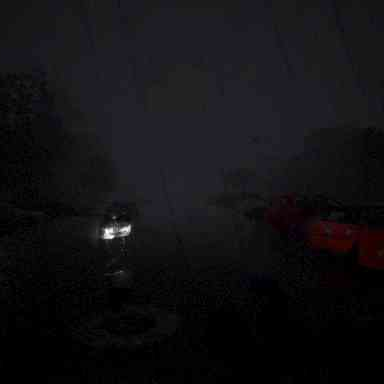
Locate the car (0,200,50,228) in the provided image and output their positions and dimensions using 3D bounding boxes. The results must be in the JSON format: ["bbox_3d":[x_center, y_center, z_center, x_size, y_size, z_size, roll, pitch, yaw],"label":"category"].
[{"bbox_3d":[-11.422,1.447,20.315,4.674,1.452,2.002,-1,0,-20],"label":"car"}]

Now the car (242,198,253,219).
[{"bbox_3d":[6.386,1.403,23.163,4.892,1.521,2.231,1,0,-20],"label":"car"}]

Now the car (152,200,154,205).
[{"bbox_3d":[-11.745,2.254,75.040,4.553,1.767,2.185,1,-4,-21],"label":"car"}]

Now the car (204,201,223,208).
[{"bbox_3d":[5.843,3.329,90.522,4.553,1.767,2.185,2,-5,-21],"label":"car"}]

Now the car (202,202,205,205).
[{"bbox_3d":[5.973,3.017,84.669,5.008,1.535,2.097,2,-4,-21],"label":"car"}]

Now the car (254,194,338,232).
[{"bbox_3d":[6.429,1.164,17.309,5.566,2.045,2.435,1,0,-20],"label":"car"}]

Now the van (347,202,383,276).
[{"bbox_3d":[6.519,1.221,8.540,4.442,1.987,1.878,1,0,-20],"label":"van"}]

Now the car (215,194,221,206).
[{"bbox_3d":[6.188,1.373,43.631,5.366,1.575,1.946,1,0,-20],"label":"car"}]

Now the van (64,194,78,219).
[{"bbox_3d":[-11.316,1.170,26.244,4.442,1.987,1.878,-1,0,-20],"label":"van"}]

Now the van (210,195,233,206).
[{"bbox_3d":[6.275,1.819,70.094,4.442,1.987,1.878,2,-4,-21],"label":"van"}]

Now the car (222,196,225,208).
[{"bbox_3d":[6.404,1.414,37.839,4.792,1.488,2.163,1,0,-20],"label":"car"}]

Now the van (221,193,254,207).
[{"bbox_3d":[6.265,1.154,40.716,4.442,1.987,1.878,1,0,-20],"label":"van"}]

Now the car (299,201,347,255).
[{"bbox_3d":[6.378,1.307,11.422,4.553,1.767,2.185,1,0,-20],"label":"car"}]

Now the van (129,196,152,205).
[{"bbox_3d":[-11.566,1.963,72.112,4.442,1.987,1.878,1,-3,-21],"label":"van"}]

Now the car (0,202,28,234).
[{"bbox_3d":[-11.416,1.455,17.369,4.674,1.452,2.002,-1,0,-20],"label":"car"}]

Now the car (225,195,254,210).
[{"bbox_3d":[6.558,1.386,34.956,5.366,1.575,1.946,1,0,-20],"label":"car"}]

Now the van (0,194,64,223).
[{"bbox_3d":[-11.530,1.178,23.210,4.442,1.987,1.878,-1,0,-20],"label":"van"}]

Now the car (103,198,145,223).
[{"bbox_3d":[-5.094,1.406,24.289,2.128,1.511,4.902,0,0,0],"label":"car"}]

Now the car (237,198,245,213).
[{"bbox_3d":[6.359,1.426,26.090,4.792,1.488,2.163,1,0,-20],"label":"car"}]

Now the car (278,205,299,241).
[{"bbox_3d":[6.405,1.464,14.361,4.674,1.452,2.002,1,0,-20],"label":"car"}]

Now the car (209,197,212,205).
[{"bbox_3d":[6.423,1.643,61.338,5.366,1.575,1.946,2,-2,-20],"label":"car"}]

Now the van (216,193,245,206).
[{"bbox_3d":[6.408,1.252,55.468,4.442,1.987,1.878,1,-2,-20],"label":"van"}]

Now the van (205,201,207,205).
[{"bbox_3d":[6.121,2.587,81.800,4.442,1.987,1.878,2,-5,-21],"label":"van"}]

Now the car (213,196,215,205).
[{"bbox_3d":[6.327,1.126,46.622,5.566,2.045,2.435,1,0,-20],"label":"car"}]

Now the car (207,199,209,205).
[{"bbox_3d":[6.202,1.887,67.114,5.008,1.535,2.097,2,-3,-21],"label":"car"}]

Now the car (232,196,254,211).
[{"bbox_3d":[6.562,1.392,29.095,5.366,1.575,1.946,1,0,-20],"label":"car"}]

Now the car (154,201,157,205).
[{"bbox_3d":[-11.735,2.334,78.062,5.566,2.045,2.435,1,-4,-21],"label":"car"}]
